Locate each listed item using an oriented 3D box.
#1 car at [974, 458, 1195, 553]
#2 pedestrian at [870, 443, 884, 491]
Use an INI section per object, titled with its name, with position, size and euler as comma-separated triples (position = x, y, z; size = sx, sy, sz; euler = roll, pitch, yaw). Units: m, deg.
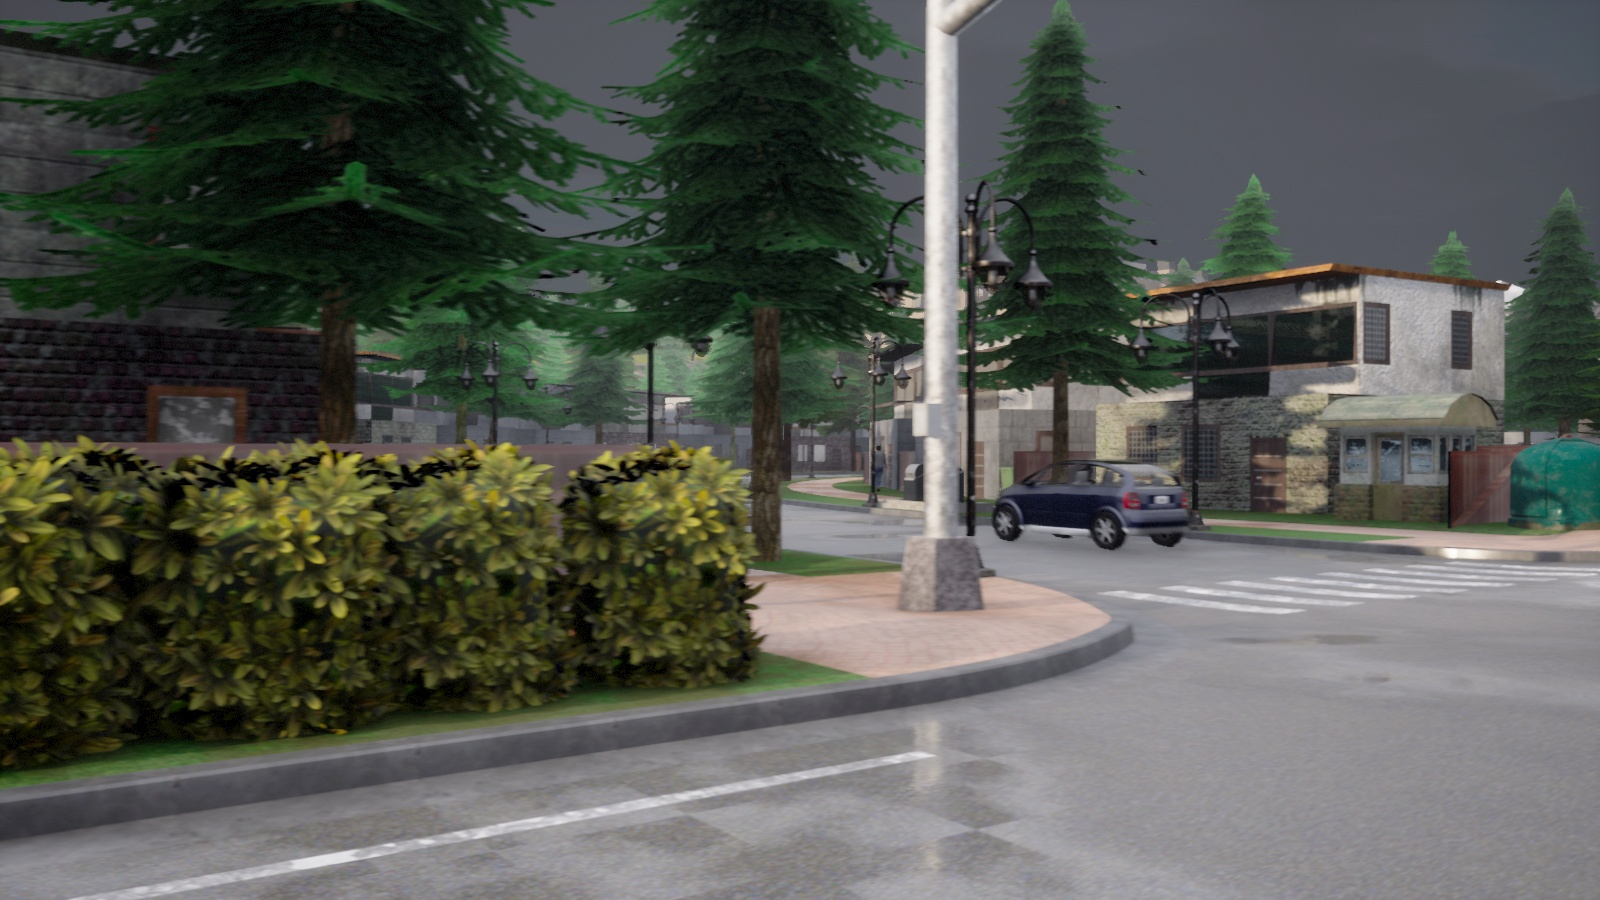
[car]
position = 5.072, 0.926, 22.808
size = 1.789, 1.549, 3.705
euler = 0, 0, -33
[pedestrian]
position = 2.981, 0.665, 48.614
size = 0.354, 1.836, 0.706
euler = 0, 0, -12
